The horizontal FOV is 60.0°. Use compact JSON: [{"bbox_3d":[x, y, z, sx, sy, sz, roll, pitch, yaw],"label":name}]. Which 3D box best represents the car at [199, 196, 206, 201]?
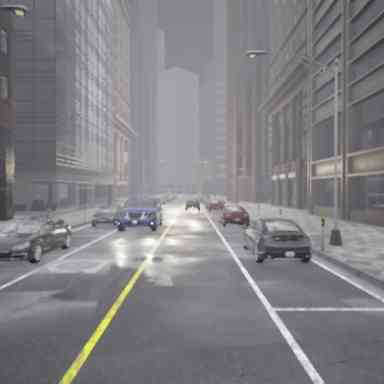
[{"bbox_3d":[2.862,1.668,90.608,1.802,1.307,4.206,-1,0,0],"label":"car"}]

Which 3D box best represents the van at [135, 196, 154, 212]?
[{"bbox_3d":[-5.673,1.403,39.985,1.690,1.788,3.998,-1,0,0],"label":"van"}]

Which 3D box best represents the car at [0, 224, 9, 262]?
[{"bbox_3d":[-5.675,1.557,6.236,1.887,1.381,4.507,-1,0,0],"label":"car"}]

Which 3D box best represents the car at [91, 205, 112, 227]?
[{"bbox_3d":[-5.673,1.591,23.111,2.008,1.369,4.403,-1,0,0],"label":"car"}]

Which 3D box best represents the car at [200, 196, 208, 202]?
[{"bbox_3d":[2.860,1.629,79.359,1.887,1.381,4.507,-1,0,0],"label":"car"}]

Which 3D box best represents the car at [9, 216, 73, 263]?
[{"bbox_3d":[-5.675,1.574,11.861,2.008,1.369,4.403,-1,0,0],"label":"car"}]

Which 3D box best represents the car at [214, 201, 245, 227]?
[{"bbox_3d":[2.852,1.585,23.114,1.887,1.381,4.507,-1,0,0],"label":"car"}]

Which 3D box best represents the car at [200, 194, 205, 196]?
[{"bbox_3d":[2.858,1.644,62.486,1.947,1.339,4.313,-1,0,0],"label":"car"}]

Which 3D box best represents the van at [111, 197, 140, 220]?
[{"bbox_3d":[-5.674,1.390,28.735,1.690,1.788,3.998,-1,0,0],"label":"van"}]

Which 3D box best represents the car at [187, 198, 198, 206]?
[{"bbox_3d":[0.106,1.676,56.420,1.895,1.301,4.718,0,0,0],"label":"car"}]

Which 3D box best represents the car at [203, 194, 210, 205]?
[{"bbox_3d":[2.854,1.508,45.613,1.967,1.590,4.097,-1,0,0],"label":"car"}]

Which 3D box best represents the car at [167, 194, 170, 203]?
[{"bbox_3d":[-5.667,1.644,62.484,1.947,1.339,4.313,-1,0,0],"label":"car"}]

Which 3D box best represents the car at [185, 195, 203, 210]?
[{"bbox_3d":[0.106,1.571,43.771,1.837,1.490,4.892,0,0,0],"label":"car"}]

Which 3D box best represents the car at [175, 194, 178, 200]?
[{"bbox_3d":[-5.666,1.401,90.607,2.192,1.841,5.009,-1,0,0],"label":"car"}]

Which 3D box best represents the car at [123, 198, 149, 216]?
[{"bbox_3d":[-5.673,1.496,34.361,1.967,1.590,4.097,-1,0,0],"label":"car"}]

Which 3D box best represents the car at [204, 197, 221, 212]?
[{"bbox_3d":[2.855,1.607,39.988,1.887,1.381,4.507,-1,0,0],"label":"car"}]

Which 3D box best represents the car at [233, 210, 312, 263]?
[{"bbox_3d":[2.851,1.574,11.866,2.008,1.369,4.403,-1,0,0],"label":"car"}]

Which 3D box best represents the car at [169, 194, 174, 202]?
[{"bbox_3d":[-5.666,1.648,73.733,1.947,1.339,4.313,-1,0,0],"label":"car"}]

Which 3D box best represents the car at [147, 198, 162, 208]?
[{"bbox_3d":[-5.669,1.654,51.234,1.802,1.307,4.206,-1,0,0],"label":"car"}]

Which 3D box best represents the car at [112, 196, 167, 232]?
[{"bbox_3d":[-3.036,1.260,20.543,2.150,2.045,5.566,0,0,1],"label":"car"}]

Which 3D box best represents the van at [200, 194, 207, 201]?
[{"bbox_3d":[2.859,1.427,84.984,1.690,1.788,3.998,-1,0,0],"label":"van"}]
